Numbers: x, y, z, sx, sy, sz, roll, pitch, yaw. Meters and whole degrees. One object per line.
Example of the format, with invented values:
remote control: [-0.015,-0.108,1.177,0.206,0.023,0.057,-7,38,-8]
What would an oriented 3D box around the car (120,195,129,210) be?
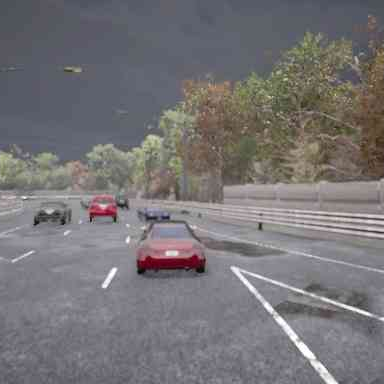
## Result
car: [-10.251,1.416,45.777,2.150,2.045,5.566,0,0,-24]

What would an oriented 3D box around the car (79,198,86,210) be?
car: [-14.297,1.803,46.278,1.895,1.301,4.718,0,0,-25]

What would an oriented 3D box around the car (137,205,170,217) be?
car: [-3.240,1.711,27.004,1.895,1.301,4.718,0,0,-20]

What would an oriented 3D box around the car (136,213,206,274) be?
car: [-0.736,1.608,10.858,1.994,1.385,4.181,0,0,-6]

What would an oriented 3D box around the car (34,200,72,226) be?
car: [-10.352,1.466,25.035,2.097,1.767,4.553,0,0,-14]

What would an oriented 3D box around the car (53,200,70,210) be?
car: [-18.375,1.811,46.684,1.895,1.301,4.718,0,0,-26]

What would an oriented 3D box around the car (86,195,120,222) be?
car: [-7.581,1.344,28.316,2.150,2.045,5.566,0,0,-16]

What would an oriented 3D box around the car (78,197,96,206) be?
car: [-19.702,1.779,62.427,1.837,1.490,4.892,0,0,-34]
